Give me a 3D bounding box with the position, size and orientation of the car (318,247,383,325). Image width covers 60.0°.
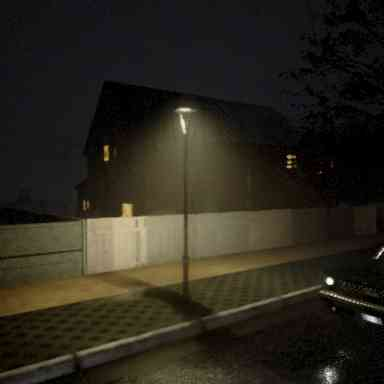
[{"bbox_3d":[4.488,1.596,6.280,4.718,1.301,1.895,0,0,-36],"label":"car"}]
